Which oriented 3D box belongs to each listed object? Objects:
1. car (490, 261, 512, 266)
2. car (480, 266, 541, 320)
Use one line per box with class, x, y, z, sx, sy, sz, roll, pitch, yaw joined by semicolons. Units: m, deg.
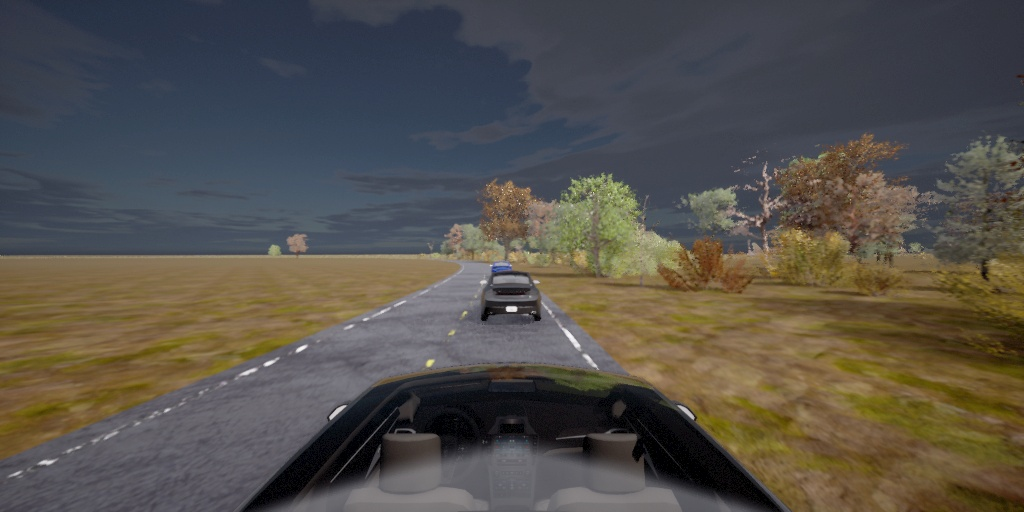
car;-1.020;1.232;33.747;1.882;1.535;5.008;0;0;-4
car;-0.065;1.255;12.543;1.837;1.490;4.892;0;0;-1
